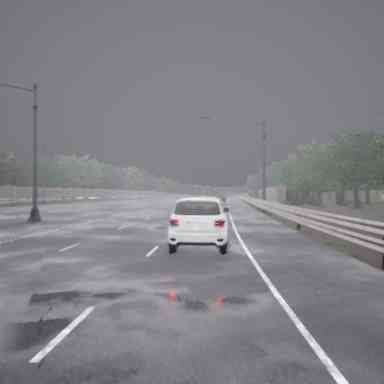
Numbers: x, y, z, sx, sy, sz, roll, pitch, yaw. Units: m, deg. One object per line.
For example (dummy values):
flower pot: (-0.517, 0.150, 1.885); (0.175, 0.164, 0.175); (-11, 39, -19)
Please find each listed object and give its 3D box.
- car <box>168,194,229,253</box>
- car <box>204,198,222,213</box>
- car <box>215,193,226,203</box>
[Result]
car: (0.352, 1.225, 13.857); (2.150, 2.045, 5.566); (0, 0, 4)
car: (2.419, 1.490, 37.512); (1.882, 1.535, 5.008); (0, 0, 6)
car: (6.144, 1.354, 71.979); (2.150, 2.045, 5.566); (0, 0, 6)
